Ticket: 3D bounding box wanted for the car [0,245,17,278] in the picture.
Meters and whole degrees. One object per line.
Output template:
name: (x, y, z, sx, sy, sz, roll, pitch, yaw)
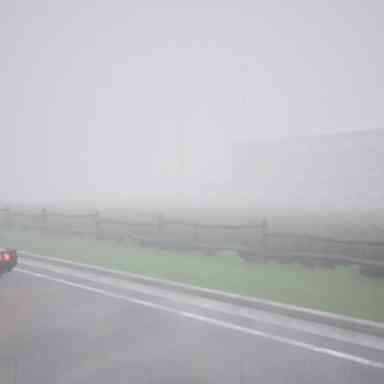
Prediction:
car: (-6.654, 1.596, 8.728, 4.718, 1.301, 1.895, 0, 0, 36)
